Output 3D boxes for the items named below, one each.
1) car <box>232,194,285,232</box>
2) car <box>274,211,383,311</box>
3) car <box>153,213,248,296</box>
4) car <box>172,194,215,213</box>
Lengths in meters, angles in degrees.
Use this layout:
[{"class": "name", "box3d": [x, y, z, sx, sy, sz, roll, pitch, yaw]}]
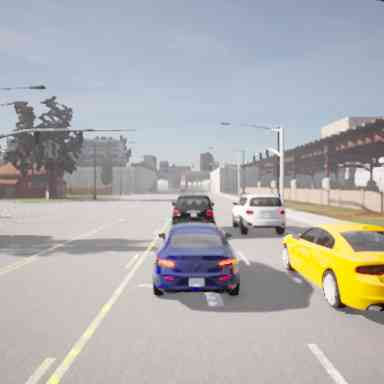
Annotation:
[{"class": "car", "box3d": [3.566, 1.131, 18.496, 2.150, 2.045, 5.566, 0, 0, 0]}, {"class": "car", "box3d": [3.587, 1.456, 7.826, 1.882, 1.535, 5.008, 0, 0, 0]}, {"class": "car", "box3d": [0.086, 1.501, 8.478, 1.812, 1.442, 4.674, 0, 0, 0]}, {"class": "car", "box3d": [0.070, 1.131, 17.993, 2.150, 2.045, 5.566, 0, 0, 0]}]
